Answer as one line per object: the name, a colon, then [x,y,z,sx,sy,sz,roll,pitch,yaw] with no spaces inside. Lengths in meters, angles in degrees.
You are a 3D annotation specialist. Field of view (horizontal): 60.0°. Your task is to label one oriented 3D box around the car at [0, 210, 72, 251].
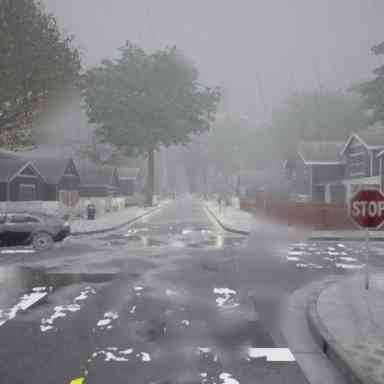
car: [-7.210,1.468,12.720,4.902,1.511,2.128,0,2,-21]
